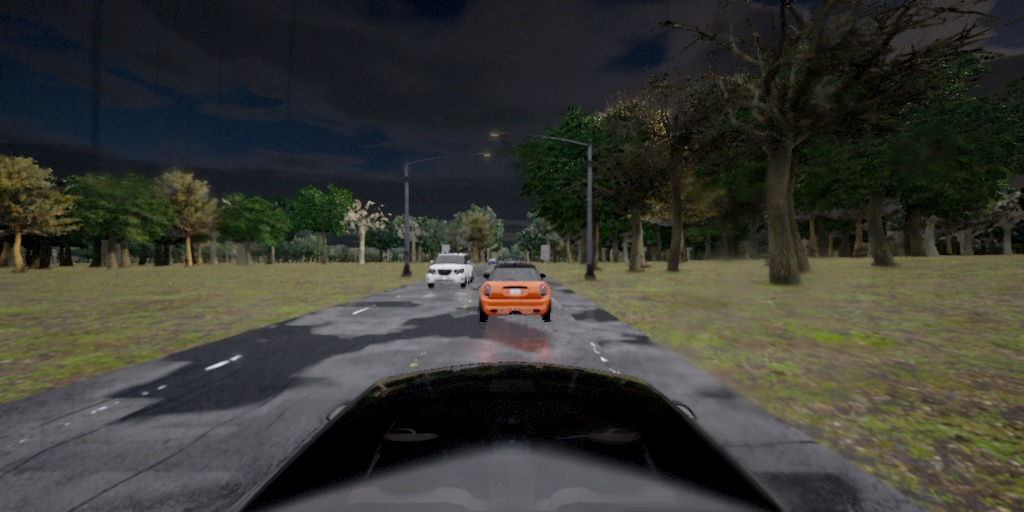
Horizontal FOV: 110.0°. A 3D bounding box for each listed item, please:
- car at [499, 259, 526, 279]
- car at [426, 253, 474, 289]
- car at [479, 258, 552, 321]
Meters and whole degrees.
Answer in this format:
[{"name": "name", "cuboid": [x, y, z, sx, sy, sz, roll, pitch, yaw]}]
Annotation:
[{"name": "car", "cuboid": [0.072, 1.054, 30.561, 2.128, 1.511, 4.902, 0, 0, 0]}, {"name": "car", "cuboid": [-3.614, 0.820, 21.887, 2.150, 2.045, 5.566, 0, 0, 0]}, {"name": "car", "cuboid": [0.092, 1.010, 12.111, 2.097, 1.767, 4.553, 0, 0, 0]}]
